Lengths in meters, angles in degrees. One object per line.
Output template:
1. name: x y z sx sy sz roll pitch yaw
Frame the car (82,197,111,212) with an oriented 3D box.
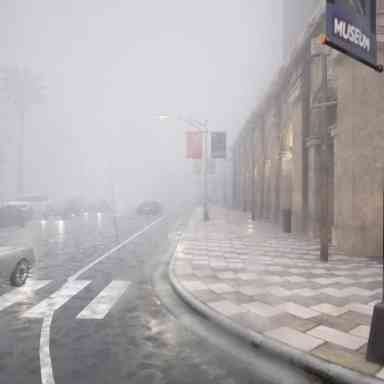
1. car: -11.033 1.526 39.350 1.812 1.442 4.674 0 0 2

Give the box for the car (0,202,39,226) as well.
1. car: -11.705 1.547 20.044 2.033 1.411 5.357 0 0 1

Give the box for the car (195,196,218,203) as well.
1. car: 2.967 1.503 67.074 4.902 1.511 2.128 0 -2 -32

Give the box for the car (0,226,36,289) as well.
1. car: -4.968 1.600 6.389 1.895 1.301 4.718 0 0 2

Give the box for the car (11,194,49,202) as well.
1. car: -14.885 1.221 30.332 2.150 2.045 5.566 0 0 2

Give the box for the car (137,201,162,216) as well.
1. car: -4.178 1.573 33.131 1.994 1.385 4.181 0 0 2

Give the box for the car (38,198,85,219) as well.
1. car: -11.409 1.526 29.468 1.812 1.442 4.674 0 0 2
